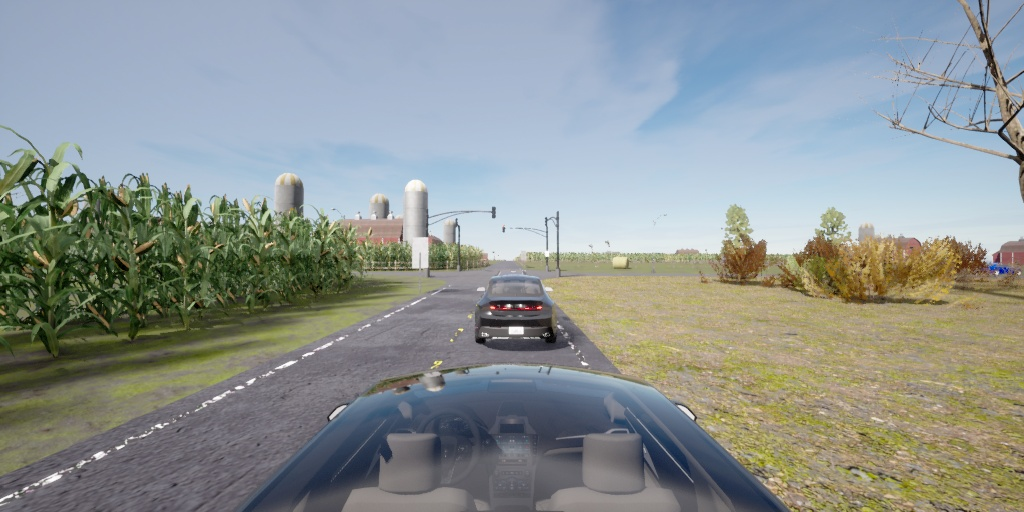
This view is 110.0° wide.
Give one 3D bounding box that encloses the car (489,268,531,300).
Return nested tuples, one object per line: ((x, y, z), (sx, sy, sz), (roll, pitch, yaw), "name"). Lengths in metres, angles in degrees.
((0.034, 1.360, 18.807), (1.895, 1.301, 4.718), (0, 0, 4), "car")

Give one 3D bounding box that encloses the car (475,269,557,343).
((0.080, 1.259, 9.656), (1.837, 1.490, 4.892), (0, 0, 0), "car")

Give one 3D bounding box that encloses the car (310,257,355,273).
((-19.063, 0.936, 37.689), (4.553, 1.767, 2.097), (1, -1, -3), "car")

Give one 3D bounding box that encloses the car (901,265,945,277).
((48.561, 1.768, 42.517), (4.181, 1.385, 1.994), (1, -1, -5), "car")
